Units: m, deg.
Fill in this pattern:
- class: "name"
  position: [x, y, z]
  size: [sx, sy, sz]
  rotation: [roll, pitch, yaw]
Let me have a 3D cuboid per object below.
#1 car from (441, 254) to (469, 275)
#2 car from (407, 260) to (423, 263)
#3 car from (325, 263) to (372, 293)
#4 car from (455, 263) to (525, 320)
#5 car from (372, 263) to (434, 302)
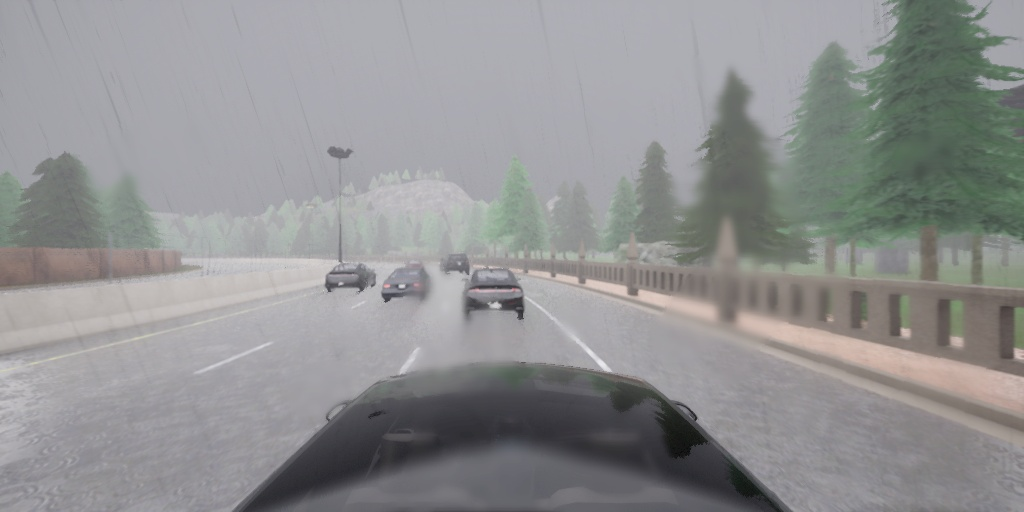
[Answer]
- class: "car"
  position: [-5.606, 0.783, 35.243]
  size: [2.150, 2.045, 5.566]
  rotation: [0, 0, -18]
- class: "car"
  position: [-10.125, 1.091, 37.395]
  size: [1.812, 1.442, 4.674]
  rotation: [0, 0, -20]
- class: "car"
  position: [-8.904, 1.160, 20.105]
  size: [2.128, 1.511, 4.902]
  rotation: [0, 0, -11]
- class: "car"
  position: [-0.695, 1.177, 12.401]
  size: [2.128, 1.511, 4.902]
  rotation: [0, 0, -6]
- class: "car"
  position: [-4.683, 1.223, 16.542]
  size: [2.033, 1.411, 5.357]
  rotation: [0, 0, -9]
